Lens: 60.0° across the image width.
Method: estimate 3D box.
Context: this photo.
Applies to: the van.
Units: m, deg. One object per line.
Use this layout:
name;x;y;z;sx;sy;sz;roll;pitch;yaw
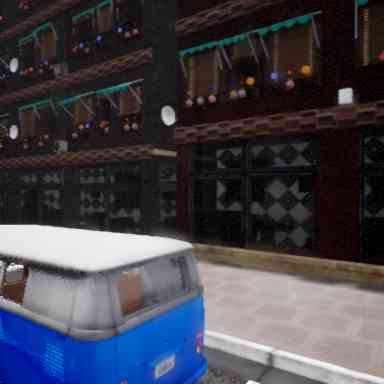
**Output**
van;-1.758;1.370;4.112;3.998;1.788;1.690;-1;1;36
